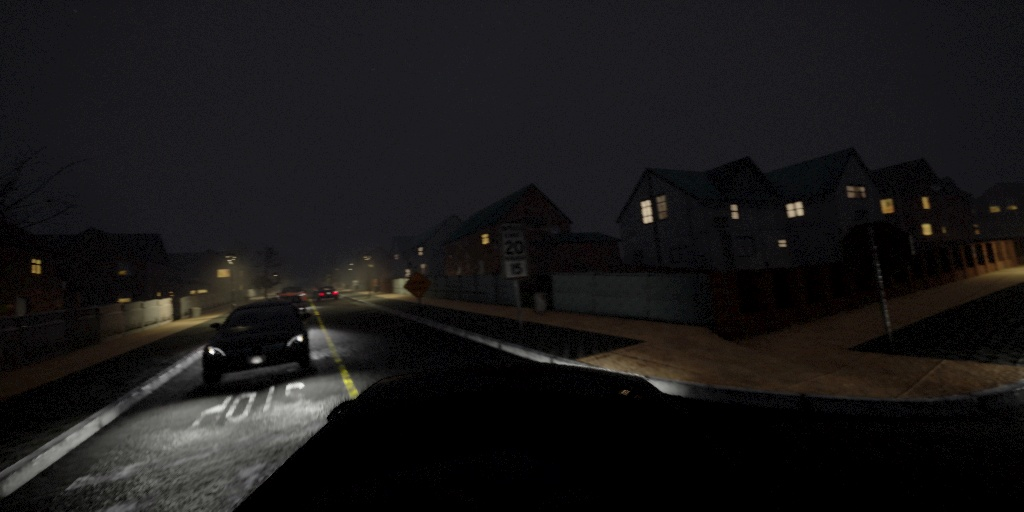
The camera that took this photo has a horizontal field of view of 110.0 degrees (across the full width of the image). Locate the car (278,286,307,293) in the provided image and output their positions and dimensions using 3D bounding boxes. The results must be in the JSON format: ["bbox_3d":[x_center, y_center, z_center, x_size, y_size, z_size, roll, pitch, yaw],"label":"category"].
[{"bbox_3d":[-18.422,3.342,30.068,2.097,1.767,4.553,-3,-2,-30],"label":"car"}]

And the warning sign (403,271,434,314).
[{"bbox_3d":[-4.122,1.578,16.207,1.300,1.860,1.060,0,0,-30],"label":"warning sign"}]

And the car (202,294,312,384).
[{"bbox_3d":[-6.134,1.891,8.962,1.812,1.442,4.674,-3,-2,-30],"label":"car"}]

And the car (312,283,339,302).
[{"bbox_3d":[-18.579,3.752,36.061,2.033,1.411,5.357,-3,-2,-30],"label":"car"}]

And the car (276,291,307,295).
[{"bbox_3d":[-11.252,2.643,17.751,1.895,1.301,4.718,-3,-2,-30],"label":"car"}]
